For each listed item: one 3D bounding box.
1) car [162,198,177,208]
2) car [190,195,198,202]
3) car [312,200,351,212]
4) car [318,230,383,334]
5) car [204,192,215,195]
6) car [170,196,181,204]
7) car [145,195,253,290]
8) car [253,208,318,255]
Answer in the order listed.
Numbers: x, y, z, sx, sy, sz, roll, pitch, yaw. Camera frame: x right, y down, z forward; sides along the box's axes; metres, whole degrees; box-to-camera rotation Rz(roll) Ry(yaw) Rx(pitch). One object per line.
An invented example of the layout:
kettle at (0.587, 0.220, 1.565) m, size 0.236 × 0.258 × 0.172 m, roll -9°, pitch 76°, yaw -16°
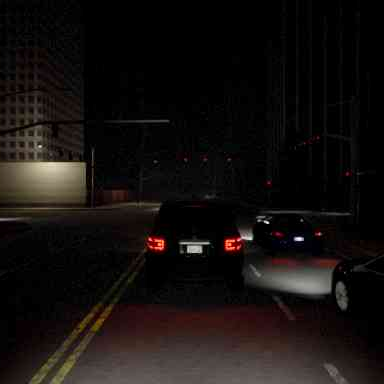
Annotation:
car at (-3.315, 1.601, 49.729) m, size 1.895 × 1.301 × 4.718 m, roll 0°, pitch 0°, yaw 0°
car at (0.419, 1.358, 73.879) m, size 1.837 × 1.490 × 4.892 m, roll 0°, pitch 0°, yaw 0°
car at (15.835, 1.545, 36.622) m, size 4.718 × 1.301 × 1.895 m, roll 0°, pitch 0°, yaw 0°
car at (3.622, 1.505, 4.590) m, size 1.837 × 1.490 × 4.892 m, roll 0°, pitch 0°, yaw 0°
car at (3.919, 1.083, 73.889) m, size 2.150 × 2.045 × 5.566 m, roll 0°, pitch 0°, yaw 0°
car at (-3.162, 1.504, 65.727) m, size 1.837 × 1.490 × 4.892 m, roll 0°, pitch 0°, yaw 1°
car at (0.094, 1.221, 9.226) m, size 2.150 × 2.045 × 5.566 m, roll 0°, pitch 0°, yaw 1°
car at (3.644, 1.564, 13.267) m, size 1.994 × 1.385 × 4.181 m, roll 0°, pitch 0°, yaw 1°
